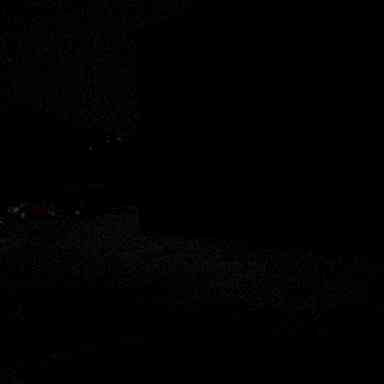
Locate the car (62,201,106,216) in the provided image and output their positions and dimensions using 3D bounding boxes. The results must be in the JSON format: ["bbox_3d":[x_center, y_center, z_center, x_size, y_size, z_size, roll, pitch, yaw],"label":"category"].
[{"bbox_3d":[-10.807,1.582,33.441,1.887,1.381,4.507,0,0,36],"label":"car"}]

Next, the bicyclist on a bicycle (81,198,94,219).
[{"bbox_3d":[-8.492,1.340,26.976,1.656,1.620,0.582,0,0,36],"label":"bicyclist on a bicycle"}]

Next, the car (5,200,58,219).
[{"bbox_3d":[-13.986,1.483,28.997,1.967,1.590,4.097,0,0,36],"label":"car"}]
